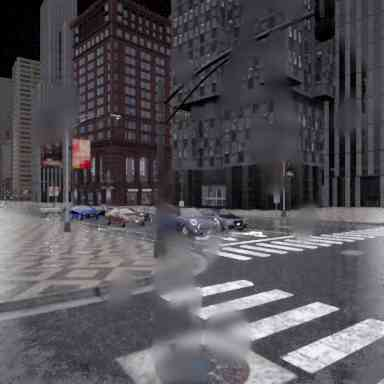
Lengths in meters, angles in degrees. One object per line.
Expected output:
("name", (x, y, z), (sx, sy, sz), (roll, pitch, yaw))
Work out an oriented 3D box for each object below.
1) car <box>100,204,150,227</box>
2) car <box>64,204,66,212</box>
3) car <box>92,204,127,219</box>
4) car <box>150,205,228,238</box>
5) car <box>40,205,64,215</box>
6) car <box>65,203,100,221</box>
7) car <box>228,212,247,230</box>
("car", (-5.491, 1.975, 26.839), (1.812, 1.442, 4.674), (0, -1, -36))
("car", (-18.429, 2.461, 50.597), (2.128, 1.511, 4.902), (0, -1, -36))
("car", (-9.510, 2.153, 38.015), (2.128, 1.511, 4.902), (0, -1, -36))
("car", (-0.340, 1.636, 19.625), (2.097, 1.767, 4.553), (0, -1, -35))
("car", (-20.205, 2.534, 47.475), (1.895, 1.301, 4.718), (0, -1, -35))
("car", (-11.424, 2.121, 35.107), (1.882, 1.535, 5.008), (0, -1, -36))
("car", (1.734, 1.861, 22.344), (1.994, 1.385, 4.181), (0, -1, -36))
